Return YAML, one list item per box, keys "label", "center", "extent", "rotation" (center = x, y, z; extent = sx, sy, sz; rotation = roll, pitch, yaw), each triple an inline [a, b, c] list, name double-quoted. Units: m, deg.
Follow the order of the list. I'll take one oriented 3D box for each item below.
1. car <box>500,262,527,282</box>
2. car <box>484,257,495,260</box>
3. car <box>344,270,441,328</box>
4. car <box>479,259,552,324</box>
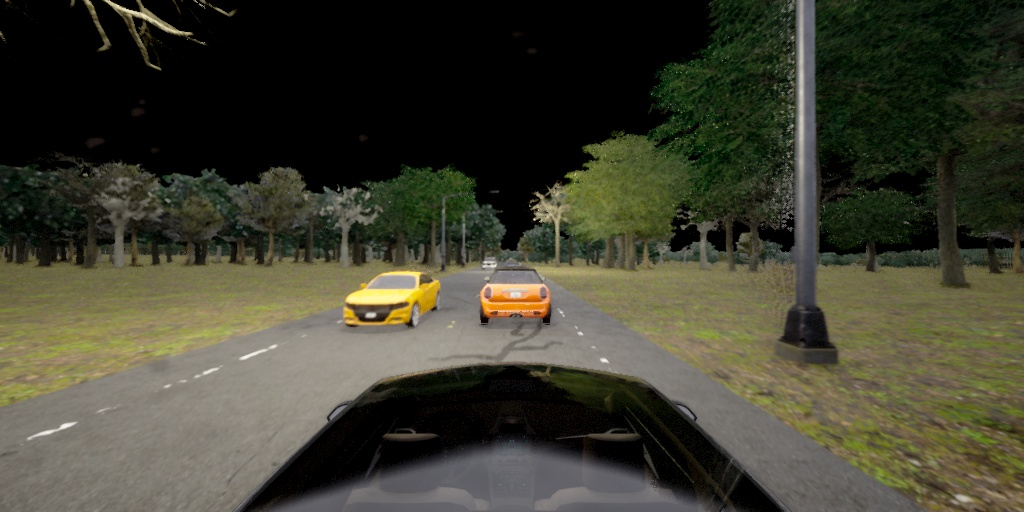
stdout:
- label: "car"
  center: [0.111, 1.296, 30.314]
  extent: [2.128, 1.511, 4.902]
  rotation: [0, 0, 0]
- label: "car"
  center: [-3.480, 1.234, 55.850]
  extent: [2.150, 2.045, 5.566]
  rotation: [0, 0, 0]
- label: "car"
  center: [-3.597, 1.234, 11.630]
  extent: [1.882, 1.535, 5.008]
  rotation: [0, 0, 0]
- label: "car"
  center: [0.104, 1.109, 12.186]
  extent: [2.097, 1.767, 4.553]
  rotation: [0, 0, 0]
